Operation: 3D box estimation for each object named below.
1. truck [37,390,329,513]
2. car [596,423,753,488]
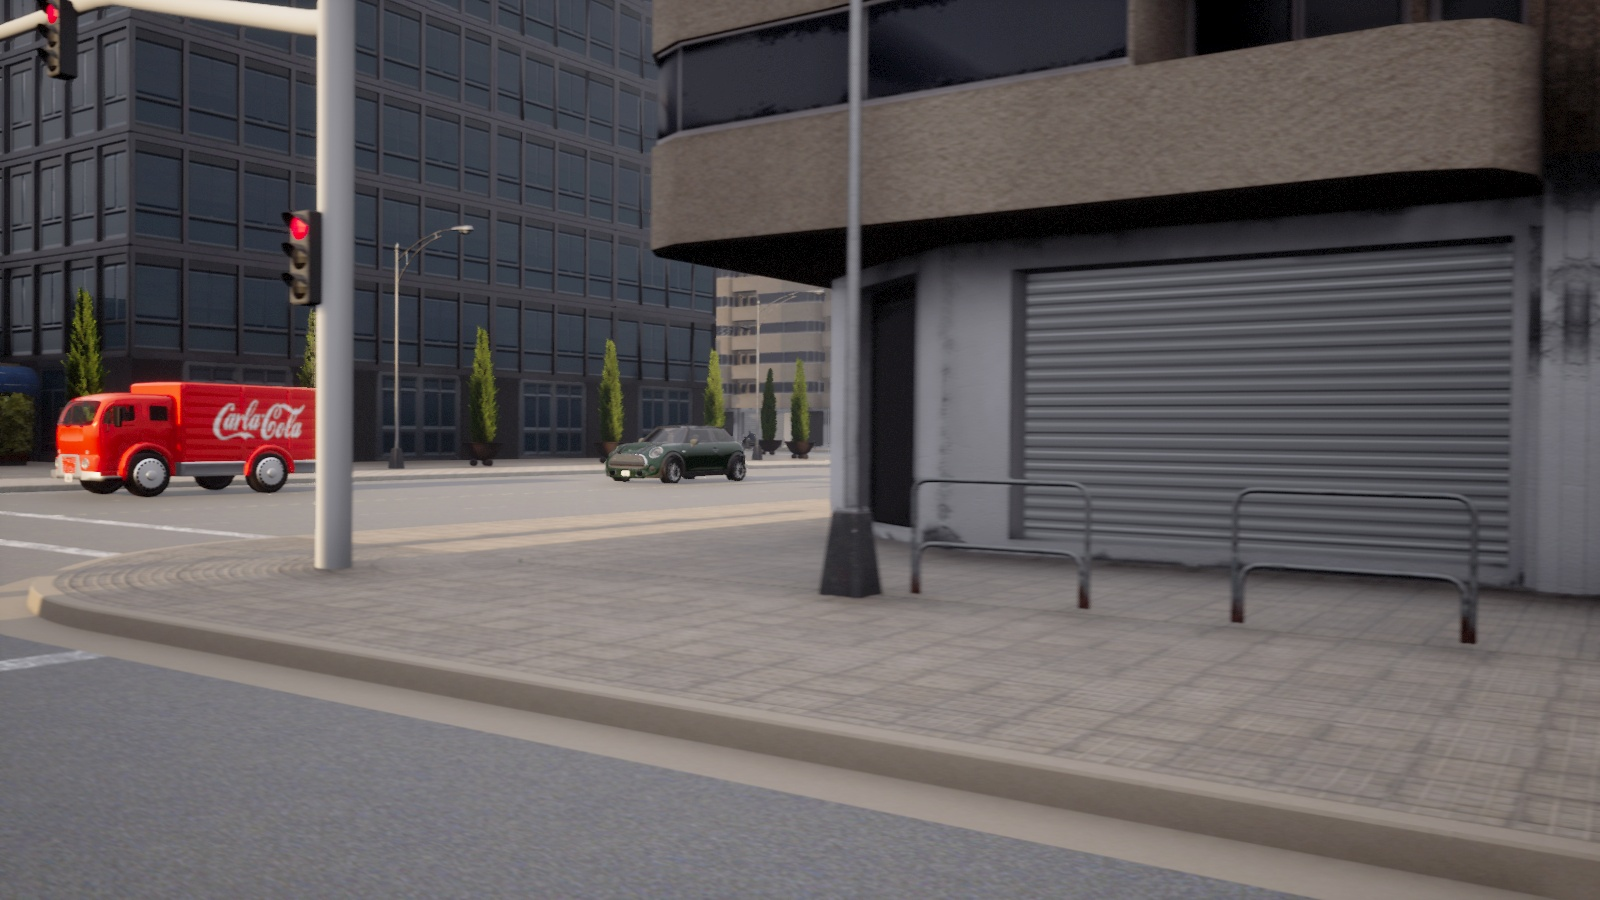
[{"bbox_3d":[-13.621,-0.014,28.067,2.627,2.467,5.204,0,1,34],"label":"truck"},{"bbox_3d":[-3.583,0.123,36.619,2.097,1.767,4.553,0,1,34],"label":"car"}]
